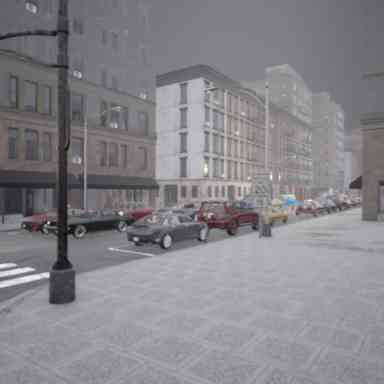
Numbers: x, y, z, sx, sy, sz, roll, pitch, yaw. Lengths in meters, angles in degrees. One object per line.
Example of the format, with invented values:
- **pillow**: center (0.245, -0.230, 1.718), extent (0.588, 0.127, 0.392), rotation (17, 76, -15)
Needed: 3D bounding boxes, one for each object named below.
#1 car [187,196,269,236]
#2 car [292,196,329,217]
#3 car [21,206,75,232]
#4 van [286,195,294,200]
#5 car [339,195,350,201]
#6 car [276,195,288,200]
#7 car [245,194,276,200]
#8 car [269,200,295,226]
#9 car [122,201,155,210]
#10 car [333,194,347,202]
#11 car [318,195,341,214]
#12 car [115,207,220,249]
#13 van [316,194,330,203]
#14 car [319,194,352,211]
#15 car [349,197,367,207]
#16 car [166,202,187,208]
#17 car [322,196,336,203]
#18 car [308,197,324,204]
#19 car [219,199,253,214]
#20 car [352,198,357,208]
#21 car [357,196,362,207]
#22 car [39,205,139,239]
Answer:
- **car**: center (2.213, 1.347, 19.014), extent (2.192, 1.841, 5.009), rotation (0, 0, 35)
- **car**: center (11.553, 1.478, 32.285), extent (1.967, 1.590, 4.097), rotation (0, 0, 35)
- **car**: center (-7.463, 1.542, 19.211), extent (1.887, 1.381, 4.507), rotation (0, 0, 35)
- **van**: center (14.332, 1.351, 50.175), extent (1.690, 1.788, 3.998), rotation (0, 0, 35)
- **car**: center (39.240, 1.567, 85.563), extent (1.887, 1.381, 4.507), rotation (0, 0, 35)
- **car**: center (11.120, 1.533, 45.612), extent (1.752, 1.417, 4.829), rotation (0, 0, 35)
- **car**: center (6.425, 1.236, 34.509), extent (2.150, 2.045, 5.566), rotation (0, 0, 35)
- **car**: center (5.424, 1.559, 23.577), extent (1.752, 1.417, 4.829), rotation (0, 0, 35)
- **car**: center (-4.350, 1.439, 23.633), extent (1.967, 1.590, 4.097), rotation (0, 0, 35)
- **car**: center (36.127, 1.337, 81.140), extent (2.192, 1.841, 5.009), rotation (0, 0, 35)
- **car**: center (14.667, 1.480, 36.708), extent (1.967, 1.590, 4.097), rotation (0, 0, 35)
- **car**: center (-0.901, 1.582, 14.591), extent (2.008, 1.369, 4.403), rotation (0, 0, 35)
- **van**: center (26.786, 1.360, 67.868), extent (1.690, 1.788, 3.998), rotation (0, 0, 35)
- **car**: center (17.781, 1.356, 41.132), extent (2.192, 1.841, 5.009), rotation (0, 0, 35)
- **car**: center (27.120, 1.599, 54.403), extent (2.008, 1.369, 4.403), rotation (0, 0, 35)
- **car**: center (0.446, 1.515, 26.042), extent (1.837, 1.490, 4.892), rotation (0, 0, 35)
- **car**: center (29.899, 1.565, 72.293), extent (1.887, 1.381, 4.507), rotation (0, 0, 35)
- **car**: center (23.672, 1.583, 63.445), extent (1.947, 1.339, 4.313), rotation (0, 0, 35)
- **car**: center (4.991, 1.549, 36.905), extent (1.887, 1.381, 4.507), rotation (0, 0, 35)
- **car**: center (20.893, 1.626, 45.556), extent (1.802, 1.307, 4.206), rotation (0, 0, 35)
- **car**: center (24.007, 1.612, 49.979), extent (1.947, 1.339, 4.313), rotation (0, 0, 35)
- **car**: center (-5.319, 1.609, 17.847), extent (1.895, 1.301, 4.718), rotation (0, 0, 33)
